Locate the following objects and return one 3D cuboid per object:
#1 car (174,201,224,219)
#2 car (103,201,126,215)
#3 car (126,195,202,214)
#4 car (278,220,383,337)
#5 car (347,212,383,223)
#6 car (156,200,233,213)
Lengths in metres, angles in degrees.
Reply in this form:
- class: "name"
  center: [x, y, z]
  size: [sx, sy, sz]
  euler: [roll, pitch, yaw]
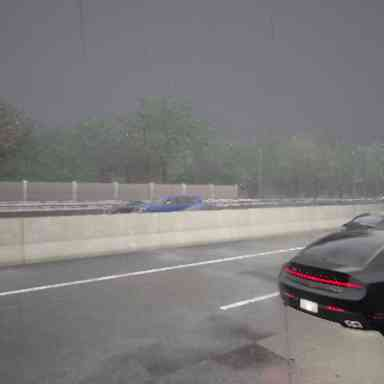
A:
- class: "car"
  center: [0.628, 1.597, 30.224]
  size: [4.181, 1.385, 1.994]
  euler: [0, 0, -35]
- class: "car"
  center: [-5.572, 1.529, 30.107]
  size: [4.892, 1.490, 1.837]
  euler: [0, 0, -35]
- class: "car"
  center: [-1.587, 1.245, 24.354]
  size: [5.566, 2.045, 2.150]
  euler: [0, 0, -35]
- class: "car"
  center: [3.782, 1.518, 6.566]
  size: [4.892, 1.490, 1.837]
  euler: [0, 0, -36]
- class: "car"
  center: [7.987, 1.551, 13.865]
  size: [4.674, 1.442, 1.812]
  euler: [0, 0, -36]
- class: "car"
  center: [0.490, 1.501, 21.536]
  size: [5.008, 1.535, 1.882]
  euler: [0, 0, -35]
